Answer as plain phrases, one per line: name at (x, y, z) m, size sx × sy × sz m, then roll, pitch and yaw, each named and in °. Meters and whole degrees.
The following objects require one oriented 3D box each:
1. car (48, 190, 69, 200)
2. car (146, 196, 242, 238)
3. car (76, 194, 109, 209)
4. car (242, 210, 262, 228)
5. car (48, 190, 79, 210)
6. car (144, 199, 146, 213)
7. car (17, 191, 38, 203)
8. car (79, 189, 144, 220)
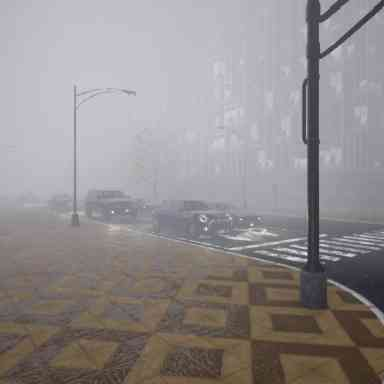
car at (-22.429, 0.420, 55.777) m, size 1.882 × 1.535 × 5.008 m, roll 0°, pitch 1°, yaw -38°
car at (-0.048, 1.124, 16.512) m, size 2.097 × 1.767 × 4.553 m, roll 0°, pitch 1°, yaw -38°
car at (-10.573, 0.945, 35.119) m, size 1.994 × 1.385 × 4.181 m, roll 0°, pitch 1°, yaw -38°
car at (1.613, 1.289, 19.706) m, size 2.033 × 1.411 × 5.357 m, roll 0°, pitch 1°, yaw -36°
car at (-12.620, 0.893, 32.460) m, size 2.128 × 1.511 × 4.902 m, roll 0°, pitch 1°, yaw -38°
car at (-4.366, 1.166, 27.224) m, size 1.895 × 1.301 × 4.718 m, roll 0°, pitch 1°, yaw -38°
car at (-22.161, 0.642, 44.749) m, size 2.128 × 1.511 × 4.902 m, roll 0°, pitch 1°, yaw -38°
car at (-5.951, 0.818, 23.984) m, size 2.150 × 2.045 × 5.566 m, roll 0°, pitch 1°, yaw -38°
